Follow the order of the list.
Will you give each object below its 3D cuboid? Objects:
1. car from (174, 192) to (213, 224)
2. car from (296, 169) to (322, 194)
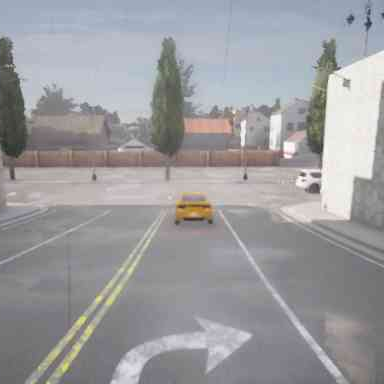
[{"bbox_3d":[0.089,0.709,17.919,1.882,1.535,5.008,0,4,0],"label":"car"},{"bbox_3d":[12.398,-0.990,30.262,5.566,2.045,2.150,0,10,2],"label":"car"}]
